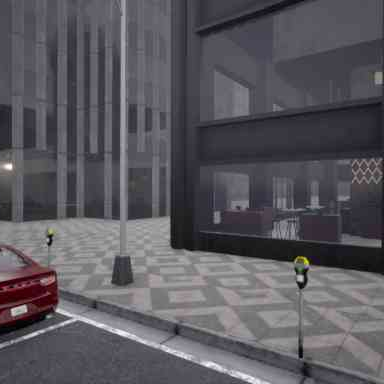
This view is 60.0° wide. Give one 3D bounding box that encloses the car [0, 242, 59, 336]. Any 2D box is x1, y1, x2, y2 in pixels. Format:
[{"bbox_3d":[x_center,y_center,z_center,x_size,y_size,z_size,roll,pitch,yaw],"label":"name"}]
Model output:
[{"bbox_3d":[-4.265,1.544,6.018,4.507,1.381,1.887,0,0,36],"label":"car"}]
